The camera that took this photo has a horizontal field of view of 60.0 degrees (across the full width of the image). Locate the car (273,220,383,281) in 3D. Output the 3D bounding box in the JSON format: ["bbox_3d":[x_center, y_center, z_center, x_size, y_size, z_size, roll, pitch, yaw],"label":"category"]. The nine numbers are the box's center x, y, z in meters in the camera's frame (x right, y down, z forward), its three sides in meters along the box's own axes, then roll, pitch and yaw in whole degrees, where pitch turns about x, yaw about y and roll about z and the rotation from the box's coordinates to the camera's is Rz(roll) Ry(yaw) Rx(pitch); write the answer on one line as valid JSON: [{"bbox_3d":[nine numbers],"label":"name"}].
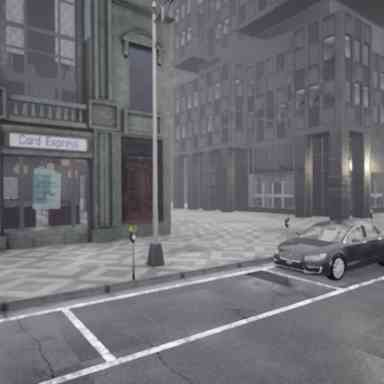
[{"bbox_3d":[4.231,1.518,9.634,4.403,1.369,2.008,0,0,-35],"label":"car"}]
